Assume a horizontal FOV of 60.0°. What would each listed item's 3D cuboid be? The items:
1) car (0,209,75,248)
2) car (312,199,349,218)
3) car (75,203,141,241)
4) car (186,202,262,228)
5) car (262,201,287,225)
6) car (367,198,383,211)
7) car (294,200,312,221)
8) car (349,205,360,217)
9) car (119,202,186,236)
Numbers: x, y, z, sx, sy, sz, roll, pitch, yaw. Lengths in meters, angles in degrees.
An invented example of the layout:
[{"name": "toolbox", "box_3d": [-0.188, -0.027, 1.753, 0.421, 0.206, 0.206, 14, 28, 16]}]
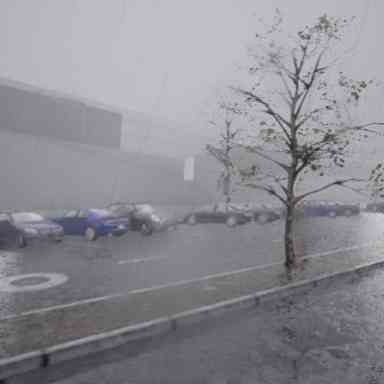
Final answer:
[{"name": "car", "box_3d": [-7.660, 1.543, 14.861, 4.674, 1.452, 2.002, -1, -1, 34]}, {"name": "car", "box_3d": [10.836, 1.474, 29.567, 5.008, 1.535, 2.097, -1, -1, 30]}, {"name": "car", "box_3d": [-5.289, 1.494, 16.615, 5.008, 1.535, 2.097, -1, 0, 34]}, {"name": "car", "box_3d": [1.719, 1.477, 22.032, 4.892, 1.521, 2.231, -1, 0, 32]}, {"name": "car", "box_3d": [4.023, 1.473, 23.883, 4.892, 1.521, 2.231, -1, 0, 31]}, {"name": "car", "box_3d": [24.434, 1.596, 41.106, 5.008, 1.535, 2.097, 0, -1, 30]}, {"name": "car", "box_3d": [6.314, 1.472, 25.757, 4.892, 1.521, 2.231, -1, 0, 31]}, {"name": "car", "box_3d": [13.096, 1.480, 31.482, 5.008, 1.535, 2.097, -1, -1, 30]}, {"name": "car", "box_3d": [-2.966, 1.362, 18.424, 4.553, 1.767, 2.185, -1, -1, 33]}]
